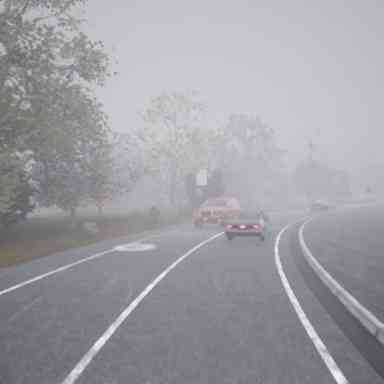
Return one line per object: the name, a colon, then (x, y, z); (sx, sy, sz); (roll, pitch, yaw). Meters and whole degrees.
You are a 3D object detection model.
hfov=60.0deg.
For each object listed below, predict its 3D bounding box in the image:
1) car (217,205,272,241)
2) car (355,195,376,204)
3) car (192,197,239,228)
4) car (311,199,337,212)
car: (3.044, 1.622, 17.265); (2.033, 1.411, 5.357); (-1, -1, 18)
car: (29.051, 1.205, 55.727); (4.674, 1.442, 1.812); (-3, -2, -38)
car: (1.926, 1.423, 24.079); (2.150, 2.045, 5.566); (-2, -1, 23)
car: (15.427, 1.561, 38.981); (1.812, 1.442, 4.674); (-5, -2, 40)
